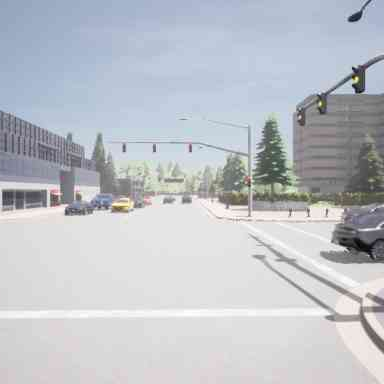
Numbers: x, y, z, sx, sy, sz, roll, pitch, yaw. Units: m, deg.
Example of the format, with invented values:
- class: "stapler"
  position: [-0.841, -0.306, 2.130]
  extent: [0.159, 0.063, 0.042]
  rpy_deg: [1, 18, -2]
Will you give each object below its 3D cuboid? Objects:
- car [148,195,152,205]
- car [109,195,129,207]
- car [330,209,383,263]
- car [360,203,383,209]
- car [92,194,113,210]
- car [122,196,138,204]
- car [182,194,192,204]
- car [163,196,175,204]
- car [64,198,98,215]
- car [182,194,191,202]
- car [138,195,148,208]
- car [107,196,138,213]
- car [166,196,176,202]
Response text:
- class: "car"
  position: [-8.065, 1.352, 57.155]
  extent: [2.097, 1.767, 4.553]
  rpy_deg: [0, 0, -1]
- class: "car"
  position: [-11.512, 1.352, 52.664]
  extent: [2.097, 1.767, 4.553]
  rpy_deg: [0, 0, -1]
- class: "car"
  position: [7.319, 1.491, 11.357]
  extent: [4.902, 1.511, 2.128]
  rpy_deg: [0, 0, -1]
- class: "car"
  position: [12.497, 1.492, 22.183]
  extent: [4.902, 1.511, 2.128]
  rpy_deg: [0, 0, -1]
- class: "car"
  position: [-11.386, 1.221, 42.764]
  extent: [2.150, 2.045, 5.566]
  rpy_deg: [0, 0, -1]
- class: "car"
  position: [-11.611, 1.491, 62.922]
  extent: [2.128, 1.511, 4.902]
  rpy_deg: [0, 0, 0]
- class: "car"
  position: [-0.993, 1.505, 64.899]
  extent: [1.837, 1.490, 4.892]
  rpy_deg: [0, 0, -1]
- class: "car"
  position: [-4.590, 1.547, 64.574]
  extent: [2.033, 1.411, 5.357]
  rpy_deg: [0, 0, -1]
- class: "car"
  position: [-11.251, 1.564, 33.411]
  extent: [1.994, 1.385, 4.181]
  rpy_deg: [0, 0, -1]
- class: "car"
  position: [-1.232, 1.355, 74.964]
  extent: [2.097, 1.767, 4.553]
  rpy_deg: [0, 0, -1]
- class: "car"
  position: [-7.941, 1.352, 47.040]
  extent: [2.097, 1.767, 4.553]
  rpy_deg: [0, 0, -1]
- class: "car"
  position: [-7.816, 1.478, 37.804]
  extent: [1.882, 1.535, 5.008]
  rpy_deg: [0, 0, -1]
- class: "car"
  position: [-4.738, 1.509, 75.209]
  extent: [1.895, 1.301, 4.718]
  rpy_deg: [0, 0, -1]
